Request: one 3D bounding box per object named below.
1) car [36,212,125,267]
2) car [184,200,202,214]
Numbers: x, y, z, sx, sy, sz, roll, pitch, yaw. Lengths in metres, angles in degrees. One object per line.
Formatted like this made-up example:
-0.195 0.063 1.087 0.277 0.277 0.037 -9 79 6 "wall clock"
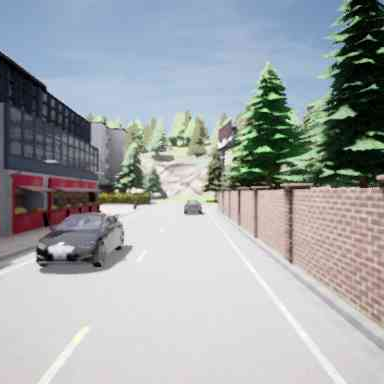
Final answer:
-3.584 1.490 11.490 2.128 1.511 4.902 0 0 0 "car"
0.091 1.539 34.902 2.033 1.411 5.357 0 0 0 "car"
